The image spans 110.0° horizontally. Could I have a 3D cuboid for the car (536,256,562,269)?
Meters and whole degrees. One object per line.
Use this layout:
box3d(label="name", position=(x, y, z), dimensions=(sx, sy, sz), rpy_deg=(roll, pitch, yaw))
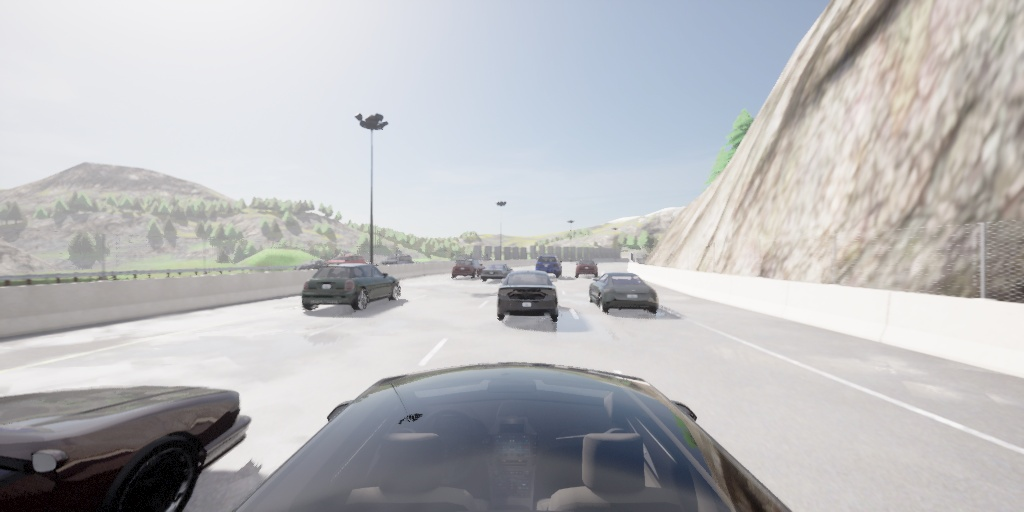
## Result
box3d(label="car", position=(3.547, 0.983, 34.296), dimensions=(2.150, 2.045, 5.566), rpy_deg=(0, 0, 11))

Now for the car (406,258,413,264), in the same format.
box3d(label="car", position=(-12.864, 1.285, 41.880), dimensions=(1.994, 1.385, 4.181), rpy_deg=(0, 0, 13))

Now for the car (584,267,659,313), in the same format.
box3d(label="car", position=(4.216, 1.326, 14.116), dimensions=(1.994, 1.385, 4.181), rpy_deg=(0, 0, 4))

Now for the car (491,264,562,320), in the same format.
box3d(label="car", position=(0.592, 1.230, 12.667), dimensions=(1.882, 1.535, 5.008), rpy_deg=(0, 0, 4))

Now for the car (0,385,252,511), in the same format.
box3d(label="car", position=(-3.376, 1.289, 0.872), dimensions=(2.033, 1.411, 5.357), rpy_deg=(0, 0, 0))

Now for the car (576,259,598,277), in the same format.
box3d(label="car", position=(7.414, 1.124, 35.523), dimensions=(2.097, 1.767, 4.553), rpy_deg=(0, 0, 12))

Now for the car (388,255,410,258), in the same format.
box3d(label="car", position=(-15.195, 0.939, 47.233), dimensions=(2.150, 2.045, 5.566), rpy_deg=(0, 0, 15))

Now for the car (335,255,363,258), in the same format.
box3d(label="car", position=(-19.880, 0.924, 42.724), dimensions=(2.150, 2.045, 5.566), rpy_deg=(0, 0, 13))

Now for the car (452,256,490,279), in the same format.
box3d(label="car", position=(-3.854, 1.095, 32.710), dimensions=(2.097, 1.767, 4.553), rpy_deg=(0, 0, 10))

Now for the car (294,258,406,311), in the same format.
box3d(label="car", position=(-6.273, 1.087, 14.531), dimensions=(2.097, 1.767, 4.553), rpy_deg=(0, 0, 4))

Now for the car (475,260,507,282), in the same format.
box3d(label="car", position=(-1.087, 1.297, 28.549), dimensions=(2.033, 1.411, 5.357), rpy_deg=(0, 0, 9))
